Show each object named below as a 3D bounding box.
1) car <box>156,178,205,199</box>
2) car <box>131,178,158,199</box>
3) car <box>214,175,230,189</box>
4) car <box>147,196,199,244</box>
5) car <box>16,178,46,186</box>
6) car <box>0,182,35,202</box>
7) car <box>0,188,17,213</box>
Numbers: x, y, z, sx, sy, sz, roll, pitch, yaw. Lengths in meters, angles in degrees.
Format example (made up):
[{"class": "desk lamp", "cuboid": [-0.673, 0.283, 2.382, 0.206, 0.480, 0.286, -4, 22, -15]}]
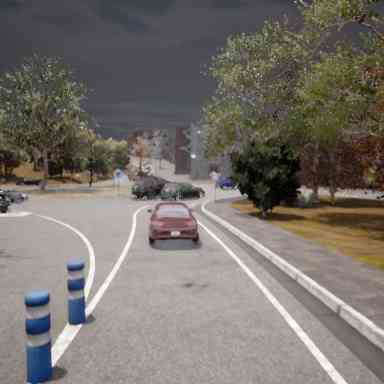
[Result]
[{"class": "car", "cuboid": [-0.838, -0.163, 32.017, 2.097, 1.767, 4.553, 3, 5, 44]}, {"class": "car", "cuboid": [-3.483, -0.387, 33.490, 5.566, 2.045, 2.150, -4, 6, -45]}, {"class": "car", "cuboid": [4.936, -1.534, 50.662, 2.150, 2.045, 5.566, 0, 4, -9]}, {"class": "car", "cuboid": [-0.840, 1.142, 13.609, 1.812, 1.442, 4.674, 0, 3, -7]}, {"class": "car", "cuboid": [-28.815, -1.782, 59.289, 1.882, 1.535, 5.008, 4, 5, 44]}, {"class": "car", "cuboid": [-16.688, 0.195, 28.614, 4.902, 1.511, 2.128, 0, 4, 5]}, {"class": "car", "cuboid": [-14.075, 0.631, 22.147, 4.892, 1.490, 1.837, 2, 4, 33]}]
